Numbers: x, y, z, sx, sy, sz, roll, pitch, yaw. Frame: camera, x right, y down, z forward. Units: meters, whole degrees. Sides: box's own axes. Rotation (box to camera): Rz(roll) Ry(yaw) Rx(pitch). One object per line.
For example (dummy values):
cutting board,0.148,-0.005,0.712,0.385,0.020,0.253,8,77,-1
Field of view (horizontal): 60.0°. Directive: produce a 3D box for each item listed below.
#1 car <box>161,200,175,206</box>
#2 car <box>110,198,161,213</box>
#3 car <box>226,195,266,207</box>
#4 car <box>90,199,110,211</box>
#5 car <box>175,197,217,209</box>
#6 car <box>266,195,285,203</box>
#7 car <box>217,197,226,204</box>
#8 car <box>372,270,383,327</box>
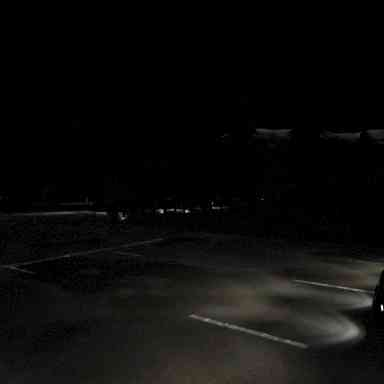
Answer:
car,-2.785,1.425,44.691,4.674,1.442,1.812,0,0,-42
car,-6.080,1.414,36.510,1.837,1.490,4.892,0,0,43
car,7.948,1.419,48.737,4.902,1.511,2.128,0,0,-35
car,-9.239,1.494,38.316,1.895,1.301,4.718,0,0,43
car,0.567,1.421,43.002,4.892,1.490,1.837,0,0,-41
car,12.727,1.278,55.858,4.553,1.767,2.097,0,0,-28
car,4.615,1.458,50.789,5.357,1.411,2.033,0,0,-37
car,5.100,1.352,4.608,4.553,1.767,2.097,0,0,36
